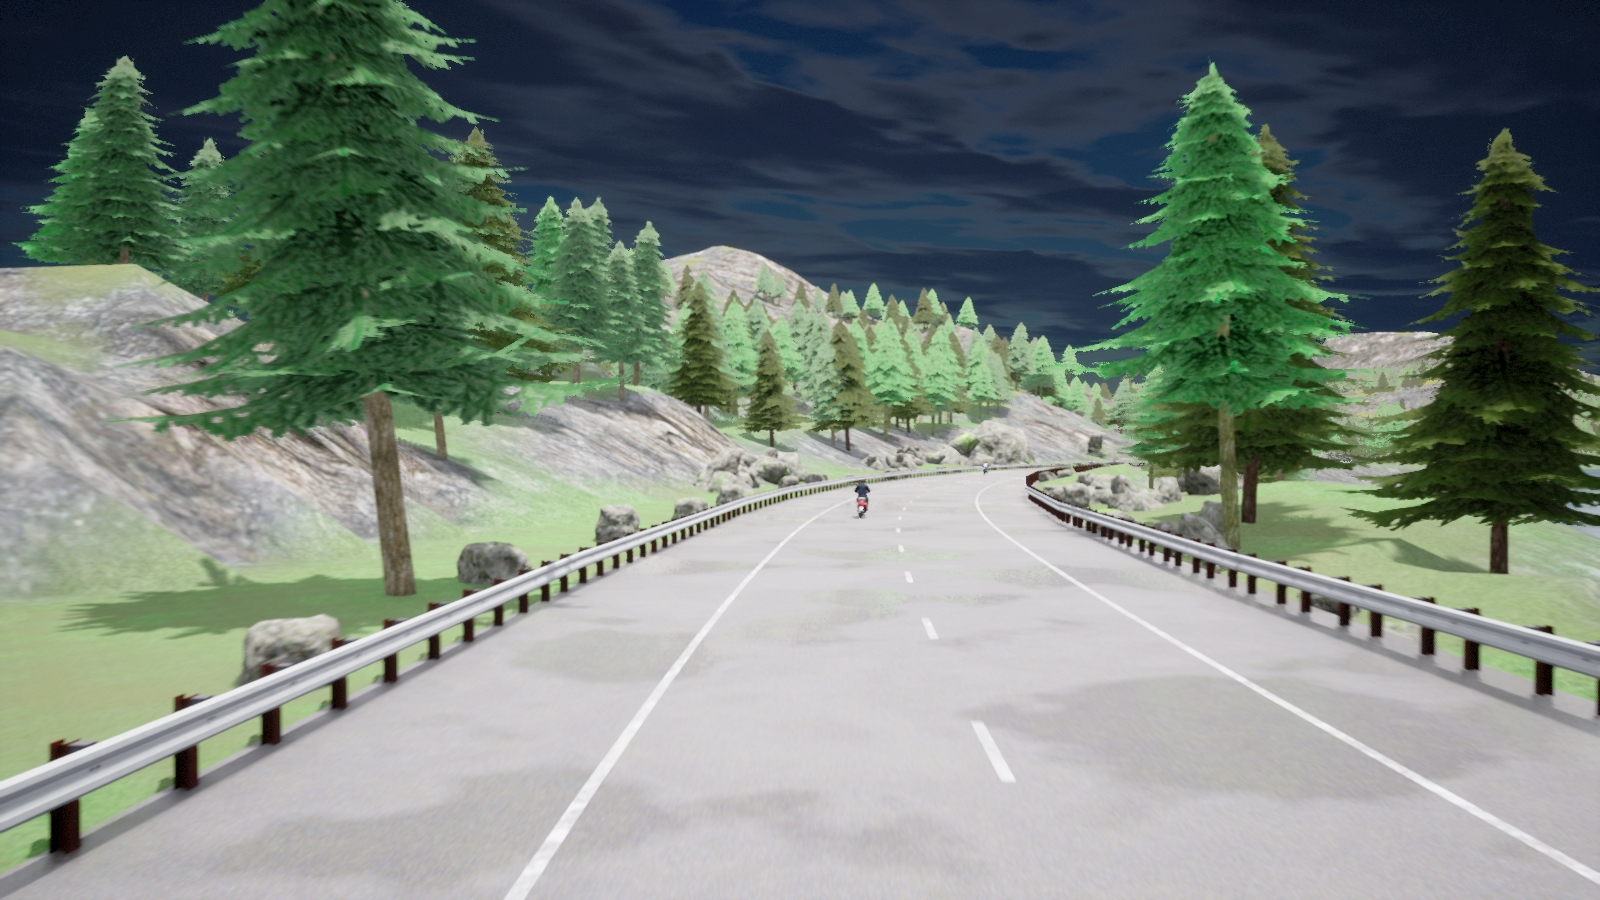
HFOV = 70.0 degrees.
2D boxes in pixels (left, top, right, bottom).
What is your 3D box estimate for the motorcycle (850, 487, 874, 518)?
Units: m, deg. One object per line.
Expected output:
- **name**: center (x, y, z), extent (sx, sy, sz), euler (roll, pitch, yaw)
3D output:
- **motorcycle**: center (2.603, 2.181, 47.805), extent (0.856, 1.236, 1.805), euler (1, 0, 7)
